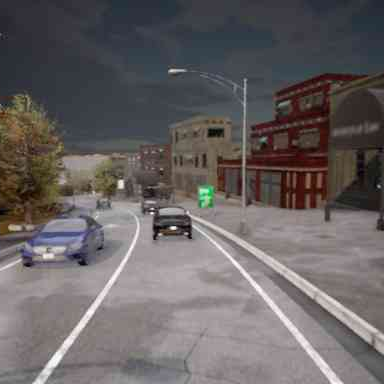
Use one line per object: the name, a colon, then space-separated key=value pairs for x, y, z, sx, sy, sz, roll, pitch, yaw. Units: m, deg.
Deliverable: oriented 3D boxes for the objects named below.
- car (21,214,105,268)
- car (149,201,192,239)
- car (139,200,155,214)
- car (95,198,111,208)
car: x=-4.237 y=1.550 z=11.651 sx=1.812 sy=1.442 sz=4.674 roll=-1 pitch=0 yaw=-5
car: x=-1.134 y=1.462 z=17.350 sx=1.882 sy=1.535 sz=5.008 roll=-1 pitch=0 yaw=-7
car: x=-4.512 y=1.525 z=35.188 sx=1.812 sy=1.442 sz=4.674 roll=-1 pitch=0 yaw=-14
car: x=-13.947 y=1.746 z=52.313 sx=1.812 sy=1.442 sz=4.674 roll=-2 pitch=0 yaw=-21
